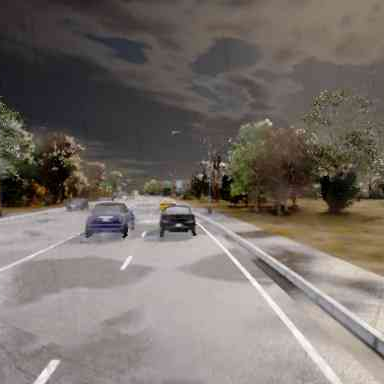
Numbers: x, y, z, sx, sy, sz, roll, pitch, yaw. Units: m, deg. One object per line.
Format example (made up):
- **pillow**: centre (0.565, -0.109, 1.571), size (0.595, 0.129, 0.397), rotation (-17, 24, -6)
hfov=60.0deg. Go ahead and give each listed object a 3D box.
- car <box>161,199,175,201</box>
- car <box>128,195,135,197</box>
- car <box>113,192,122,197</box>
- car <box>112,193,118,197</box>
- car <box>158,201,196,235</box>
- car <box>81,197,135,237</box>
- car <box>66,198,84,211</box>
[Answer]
- **car**: centre (-2.696, 1.485, 37.105), size (1.882, 1.535, 5.008), rotation (0, 0, -6)
- **car**: centre (-14.759, 1.408, 80.097), size (1.994, 1.385, 4.181), rotation (0, 0, -7)
- **car**: centre (-18.534, 0.959, 82.290), size (2.150, 2.045, 5.566), rotation (0, 0, -7)
- **car**: centre (-10.138, 1.369, 39.024), size (2.097, 1.767, 4.553), rotation (0, 0, -6)
- **car**: centre (-0.858, 1.481, 18.801), size (1.882, 1.535, 5.008), rotation (0, 0, -5)
- **car**: centre (-4.333, 1.362, 18.238), size (2.097, 1.767, 4.553), rotation (0, 0, -4)
- **car**: centre (-13.823, 1.515, 40.441), size (2.128, 1.511, 4.902), rotation (0, 0, -6)
